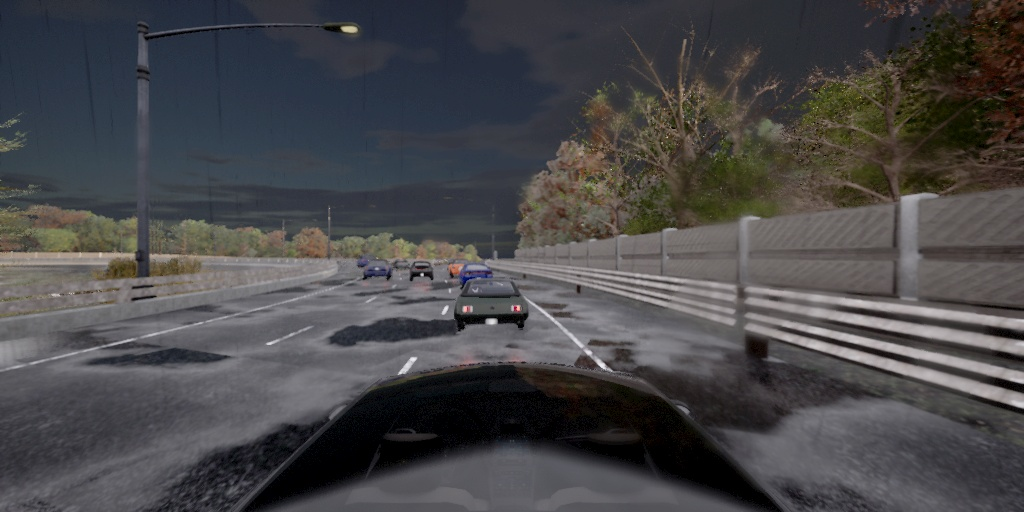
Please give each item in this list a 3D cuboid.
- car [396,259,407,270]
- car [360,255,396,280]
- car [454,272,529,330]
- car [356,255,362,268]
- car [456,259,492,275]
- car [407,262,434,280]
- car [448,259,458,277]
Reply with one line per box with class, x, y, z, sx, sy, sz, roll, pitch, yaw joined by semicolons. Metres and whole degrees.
car;-16.007;1.189;51.428;2.128;1.511;4.902;0;0;-27
car;-11.584;1.072;31.272;2.097;1.767;4.553;0;0;-16
car;-0.679;1.340;11.135;1.895;1.301;4.718;0;0;-5
car;-23.275;0.916;57.163;2.150;2.045;5.566;0;0;-32
car;-2.452;1.203;23.587;1.882;1.535;5.008;0;0;-12
car;-7.790;1.224;30.741;1.837;1.490;4.892;0;0;-16
car;-5.041;1.064;34.827;2.097;1.767;4.553;0;0;-12
